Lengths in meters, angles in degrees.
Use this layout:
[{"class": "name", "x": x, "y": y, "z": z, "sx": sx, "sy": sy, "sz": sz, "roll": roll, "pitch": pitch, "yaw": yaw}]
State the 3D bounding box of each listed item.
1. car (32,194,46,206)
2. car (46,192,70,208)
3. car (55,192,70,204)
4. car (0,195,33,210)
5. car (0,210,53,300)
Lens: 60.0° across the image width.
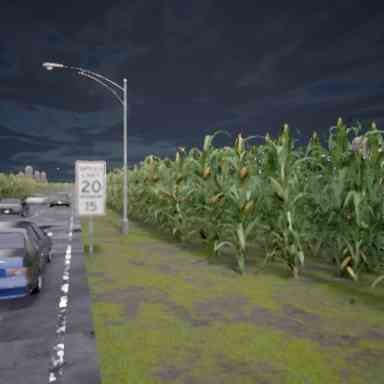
[{"class": "car", "x": -18.742, "y": 0.928, "z": 40.239, "sx": 1.895, "sy": 1.301, "sz": 4.718, "roll": 0, "pitch": 1, "yaw": -19}, {"class": "car", "x": -14.447, "y": 0.956, "z": 36.465, "sx": 1.994, "sy": 1.385, "sz": 4.181, "roll": 0, "pitch": 1, "yaw": -19}, {"class": "car", "x": -17.829, "y": 0.734, "z": 45.935, "sx": 1.837, "sy": 1.490, "sz": 4.892, "roll": 0, "pitch": 1, "yaw": -19}, {"class": "car", "x": -13.458, "y": 1.142, "z": 24.933, "sx": 1.994, "sy": 1.385, "sz": 4.181, "roll": 0, "pitch": 1, "yaw": -19}, {"class": "car", "x": -4.489, "y": 1.407, "z": 7.972, "sx": 2.033, "sy": 1.411, "sz": 5.357, "roll": 0, "pitch": 1, "yaw": -19}]
